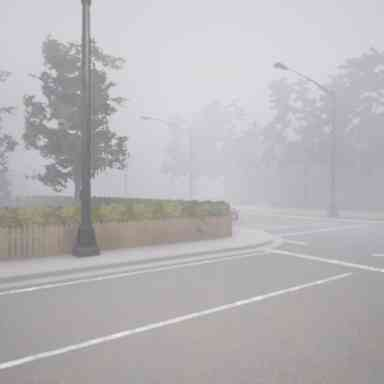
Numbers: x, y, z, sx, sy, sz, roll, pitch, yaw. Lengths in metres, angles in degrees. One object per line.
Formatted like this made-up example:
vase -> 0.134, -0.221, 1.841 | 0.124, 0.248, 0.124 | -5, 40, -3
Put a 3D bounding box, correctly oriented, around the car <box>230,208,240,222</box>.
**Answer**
car -> 1.604, 1.488, 25.974 | 1.882, 1.535, 5.008 | 0, 0, -36
